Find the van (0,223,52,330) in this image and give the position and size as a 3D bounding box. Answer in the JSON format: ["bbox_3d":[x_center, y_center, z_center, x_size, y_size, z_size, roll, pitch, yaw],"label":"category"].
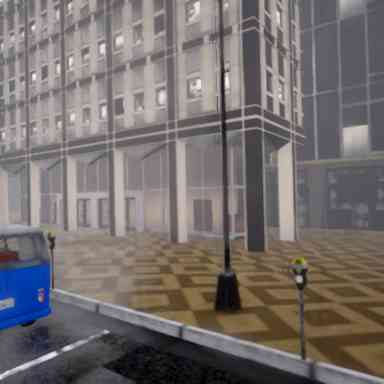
[{"bbox_3d":[-4.206,1.407,5.894,3.998,1.788,1.690,-1,-1,36],"label":"van"}]
